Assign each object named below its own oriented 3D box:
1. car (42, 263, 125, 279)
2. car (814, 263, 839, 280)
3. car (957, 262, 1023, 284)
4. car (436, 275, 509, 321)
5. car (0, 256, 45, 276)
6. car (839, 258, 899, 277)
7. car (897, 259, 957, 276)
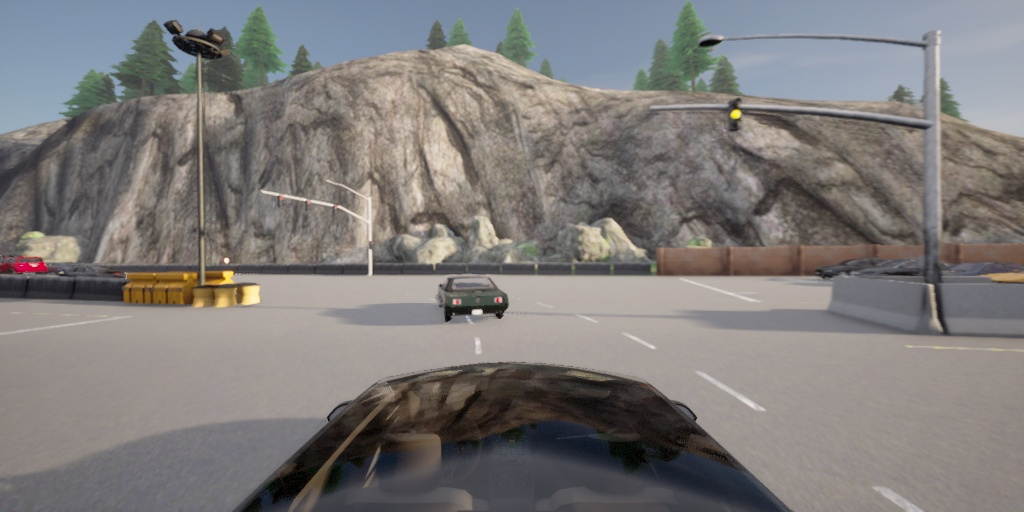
[{"bbox_3d":[-29.749,1.419,25.168,4.892,1.490,1.837,0,0,13],"label":"car"},{"bbox_3d":[23.173,0.893,23.898,4.892,1.490,1.837,-1,0,13],"label":"car"},{"bbox_3d":[21.056,0.934,13.617,5.008,1.535,1.882,-1,0,13],"label":"car"},{"bbox_3d":[-1.558,1.319,12.443,1.895,1.301,4.718,-1,0,-15],"label":"car"},{"bbox_3d":[-51.552,1.087,37.365,5.566,2.045,2.150,0,0,13],"label":"car"},{"bbox_3d":[22.416,0.903,20.482,4.902,1.511,2.128,-1,0,13],"label":"car"},{"bbox_3d":[22.360,0.975,16.910,5.357,1.411,2.033,-1,0,13],"label":"car"}]
